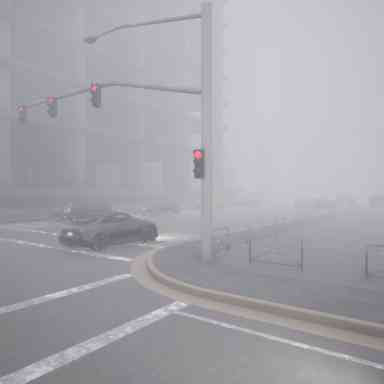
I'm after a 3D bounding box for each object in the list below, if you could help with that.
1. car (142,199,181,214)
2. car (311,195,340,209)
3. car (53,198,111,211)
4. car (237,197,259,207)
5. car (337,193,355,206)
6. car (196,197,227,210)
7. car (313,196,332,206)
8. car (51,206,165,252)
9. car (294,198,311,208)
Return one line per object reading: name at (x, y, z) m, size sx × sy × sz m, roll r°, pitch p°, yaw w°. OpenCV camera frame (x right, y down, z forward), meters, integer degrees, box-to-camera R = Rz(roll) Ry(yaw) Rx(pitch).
car at (-3.052, 1.436, 32.829) m, size 2.128 × 1.511 × 4.902 m, roll 0°, pitch 0°, yaw 35°
car at (17.385, 1.508, 43.167) m, size 1.994 × 1.385 × 4.181 m, roll 0°, pitch 0°, yaw 35°
car at (-8.317, 1.297, 25.406) m, size 2.097 × 1.767 × 4.553 m, roll 0°, pitch 0°, yaw 36°
car at (8.264, 1.470, 48.729) m, size 1.812 × 1.442 × 4.674 m, roll 0°, pitch 0°, yaw 36°
car at (24.587, 1.166, 53.328) m, size 2.150 × 2.045 × 5.566 m, roll 0°, pitch 0°, yaw 35°
car at (2.401, 1.422, 40.515) m, size 1.882 × 1.535 × 5.008 m, roll 0°, pitch 0°, yaw 36°
car at (21.864, 1.422, 55.539) m, size 1.882 × 1.535 × 5.008 m, roll 0°, pitch 0°, yaw 35°
car at (-3.333, 1.511, 13.888) m, size 1.994 × 1.385 × 4.181 m, roll 0°, pitch 0°, yaw 35°
car at (16.116, 1.509, 47.425) m, size 1.994 × 1.385 × 4.181 m, roll 0°, pitch 0°, yaw 35°
